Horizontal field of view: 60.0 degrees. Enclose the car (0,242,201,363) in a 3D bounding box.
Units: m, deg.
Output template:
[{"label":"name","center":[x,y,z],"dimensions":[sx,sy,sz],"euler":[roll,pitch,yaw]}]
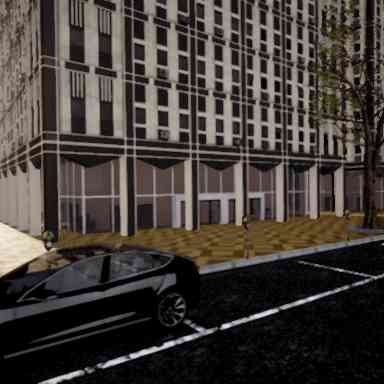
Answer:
[{"label":"car","center":[-1.831,1.554,5.265],"dimensions":[4.313,1.339,1.947],"euler":[-1,0,-36]}]
